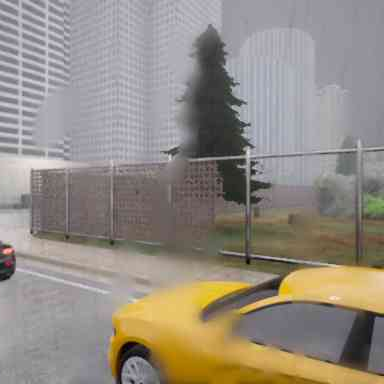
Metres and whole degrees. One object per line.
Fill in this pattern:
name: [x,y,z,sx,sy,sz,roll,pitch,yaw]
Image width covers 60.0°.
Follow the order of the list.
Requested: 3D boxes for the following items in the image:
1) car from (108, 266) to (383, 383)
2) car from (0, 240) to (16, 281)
car: [1.348,1.476,3.061,5.008,1.535,1.882,0,0,35]
car: [-6.257,1.502,8.424,4.674,1.442,1.812,0,0,35]
